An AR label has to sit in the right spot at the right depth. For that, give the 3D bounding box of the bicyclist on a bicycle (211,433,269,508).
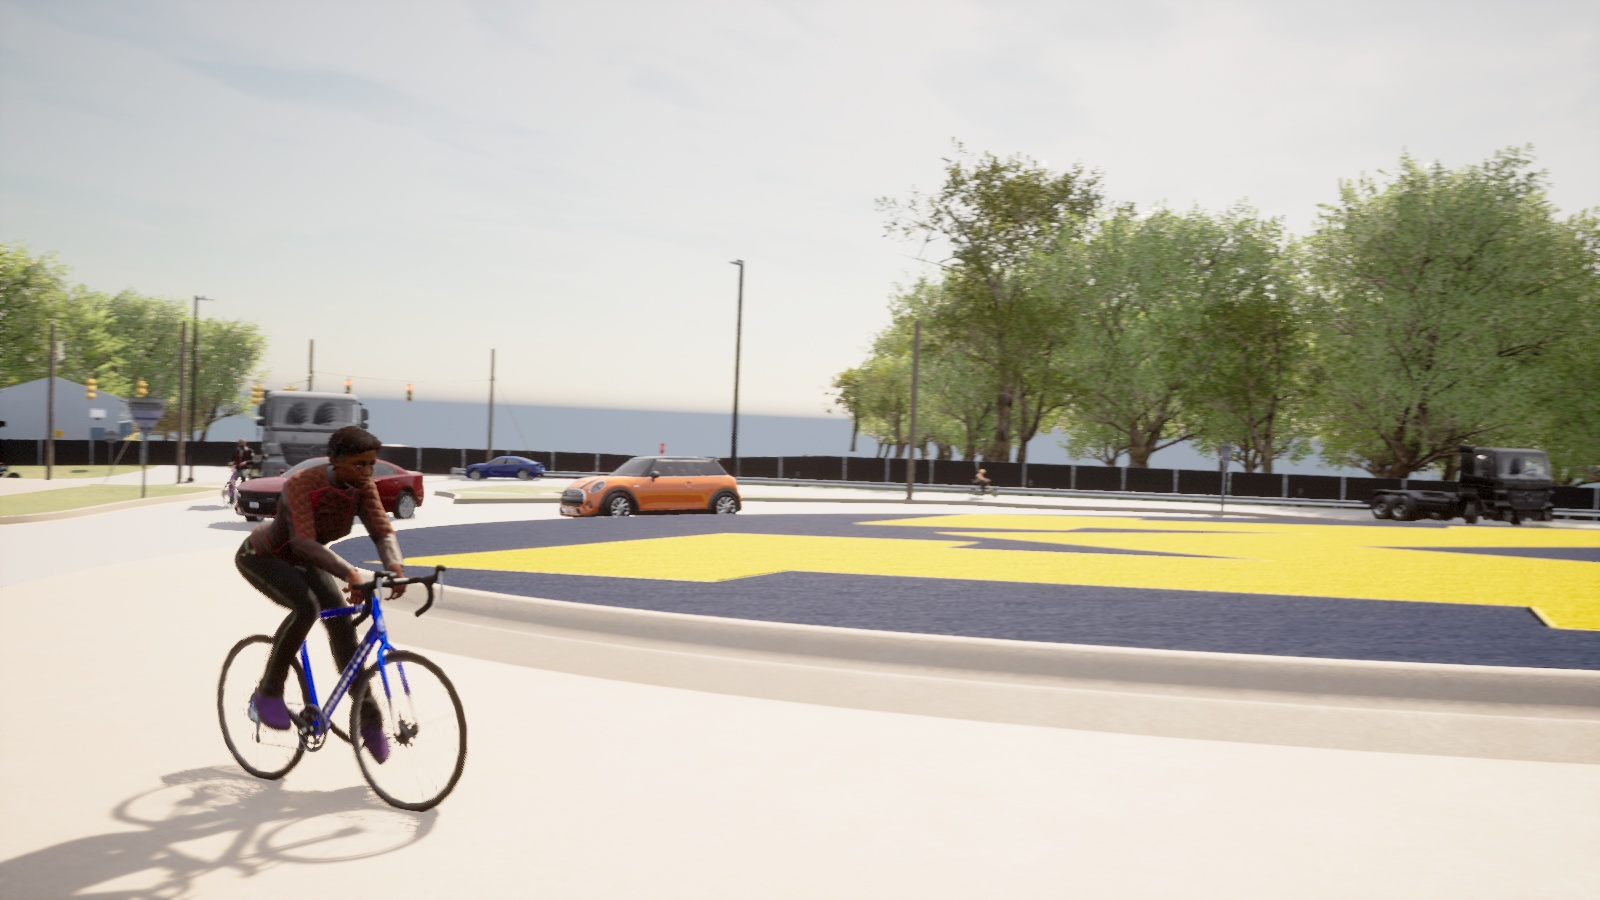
[{"bbox_3d":[-13.953,0.488,31.330,0.659,1.776,1.843,3,1,-3],"label":"bicyclist on a bicycle"}]

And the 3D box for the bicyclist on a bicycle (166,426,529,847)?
[{"bbox_3d":[-2.012,0.707,5.503,1.656,1.620,0.582,1,1,31],"label":"bicyclist on a bicycle"}]

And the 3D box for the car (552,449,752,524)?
[{"bbox_3d":[-3.708,0.919,31.829,4.553,1.767,2.097,2,-2,-35],"label":"car"}]

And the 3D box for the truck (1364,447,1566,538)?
[{"bbox_3d":[28.435,1.717,54.227,2.891,3.462,7.936,2,1,-16],"label":"truck"}]

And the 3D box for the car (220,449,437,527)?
[{"bbox_3d":[-10.832,0.809,29.310,1.882,1.535,5.008,3,2,20],"label":"car"}]

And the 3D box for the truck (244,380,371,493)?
[{"bbox_3d":[-17.065,-0.349,43.175,2.891,3.462,7.936,2,-2,-29],"label":"truck"}]

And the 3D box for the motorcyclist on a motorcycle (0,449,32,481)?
[{"bbox_3d":[-43.109,0.798,68.057,0.766,1.649,2.350,5,2,45],"label":"motorcyclist on a motorcycle"}]

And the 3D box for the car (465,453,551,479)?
[{"bbox_3d":[-18.607,1.021,80.158,5.008,1.535,1.882,1,1,3],"label":"car"}]
